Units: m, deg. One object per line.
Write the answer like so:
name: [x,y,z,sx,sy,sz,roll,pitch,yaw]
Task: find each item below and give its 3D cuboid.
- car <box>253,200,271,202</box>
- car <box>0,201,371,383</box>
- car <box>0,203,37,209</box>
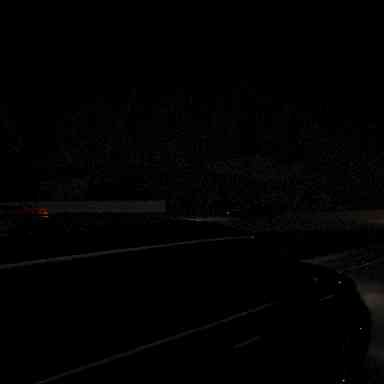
car: [5.373,1.452,27.919,4.902,1.511,2.128,0,0,-13]
car: [-0.422,1.217,2.938,5.566,2.045,2.150,0,0,-43]
car: [-11.997,1.474,21.493,5.008,1.535,1.882,-1,0,-12]
